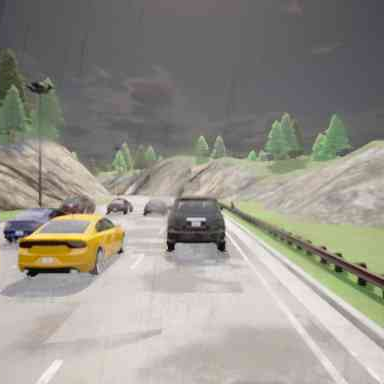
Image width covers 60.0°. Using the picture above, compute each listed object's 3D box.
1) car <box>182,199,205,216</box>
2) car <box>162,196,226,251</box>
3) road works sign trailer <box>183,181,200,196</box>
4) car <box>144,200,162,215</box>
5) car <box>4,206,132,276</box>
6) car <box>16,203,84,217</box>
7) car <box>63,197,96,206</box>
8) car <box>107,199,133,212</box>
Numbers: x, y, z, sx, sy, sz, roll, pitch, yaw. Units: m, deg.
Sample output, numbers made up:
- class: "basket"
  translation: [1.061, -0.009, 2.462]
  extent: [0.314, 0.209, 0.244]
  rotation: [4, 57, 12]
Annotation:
- class: "car"
  translation: [0.120, 1.417, 31.534]
  extent: [1.994, 1.385, 4.181]
  rotation: [0, 0, 0]
- class: "car"
  translation: [0.156, 1.156, 13.859]
  extent: [2.150, 2.045, 5.566]
  rotation: [0, 0, 0]
- class: "road works sign trailer"
  translation: [-0.062, 0.245, 47.100]
  extent: [2.380, 3.560, 2.880]
  rotation: [0, 0, 0]
- class: "car"
  translation: [-3.381, 1.417, 31.475]
  extent: [1.994, 1.385, 4.181]
  rotation: [0, 0, 0]
- class: "car"
  translation: [-3.361, 1.429, 10.256]
  extent: [1.882, 1.535, 5.008]
  rotation: [0, 0, 0]
- class: "car"
  translation: [-6.853, 1.453, 15.505]
  extent: [1.812, 1.442, 4.674]
  rotation: [0, 0, 0]
- class: "car"
  translation: [-10.376, 1.209, 30.607]
  extent: [2.097, 1.767, 4.553]
  rotation: [0, 0, 0]
- class: "car"
  translation: [-6.896, 1.377, 31.952]
  extent: [1.812, 1.442, 4.674]
  rotation: [0, 0, 0]
